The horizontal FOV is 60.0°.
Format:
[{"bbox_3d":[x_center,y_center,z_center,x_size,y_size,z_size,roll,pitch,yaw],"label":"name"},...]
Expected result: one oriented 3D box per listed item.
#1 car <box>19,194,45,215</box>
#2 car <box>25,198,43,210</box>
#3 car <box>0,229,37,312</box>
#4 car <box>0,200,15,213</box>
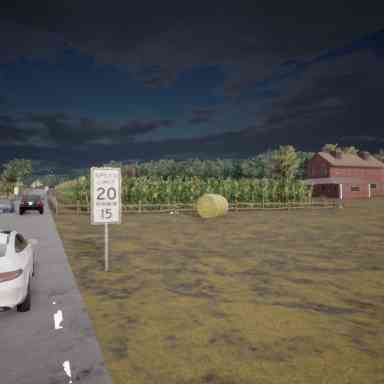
[{"bbox_3d":[-16.930,1.265,35.230,2.150,2.045,5.566,0,0,-23],"label":"car"},{"bbox_3d":[-21.175,1.594,44.625,2.033,1.411,5.357,0,0,-24],"label":"car"},{"bbox_3d":[-4.441,1.534,7.158,1.812,1.442,4.674,0,0,-24],"label":"car"},{"bbox_3d":[-20.752,1.607,36.902,2.033,1.411,5.357,0,0,-24],"label":"car"}]
